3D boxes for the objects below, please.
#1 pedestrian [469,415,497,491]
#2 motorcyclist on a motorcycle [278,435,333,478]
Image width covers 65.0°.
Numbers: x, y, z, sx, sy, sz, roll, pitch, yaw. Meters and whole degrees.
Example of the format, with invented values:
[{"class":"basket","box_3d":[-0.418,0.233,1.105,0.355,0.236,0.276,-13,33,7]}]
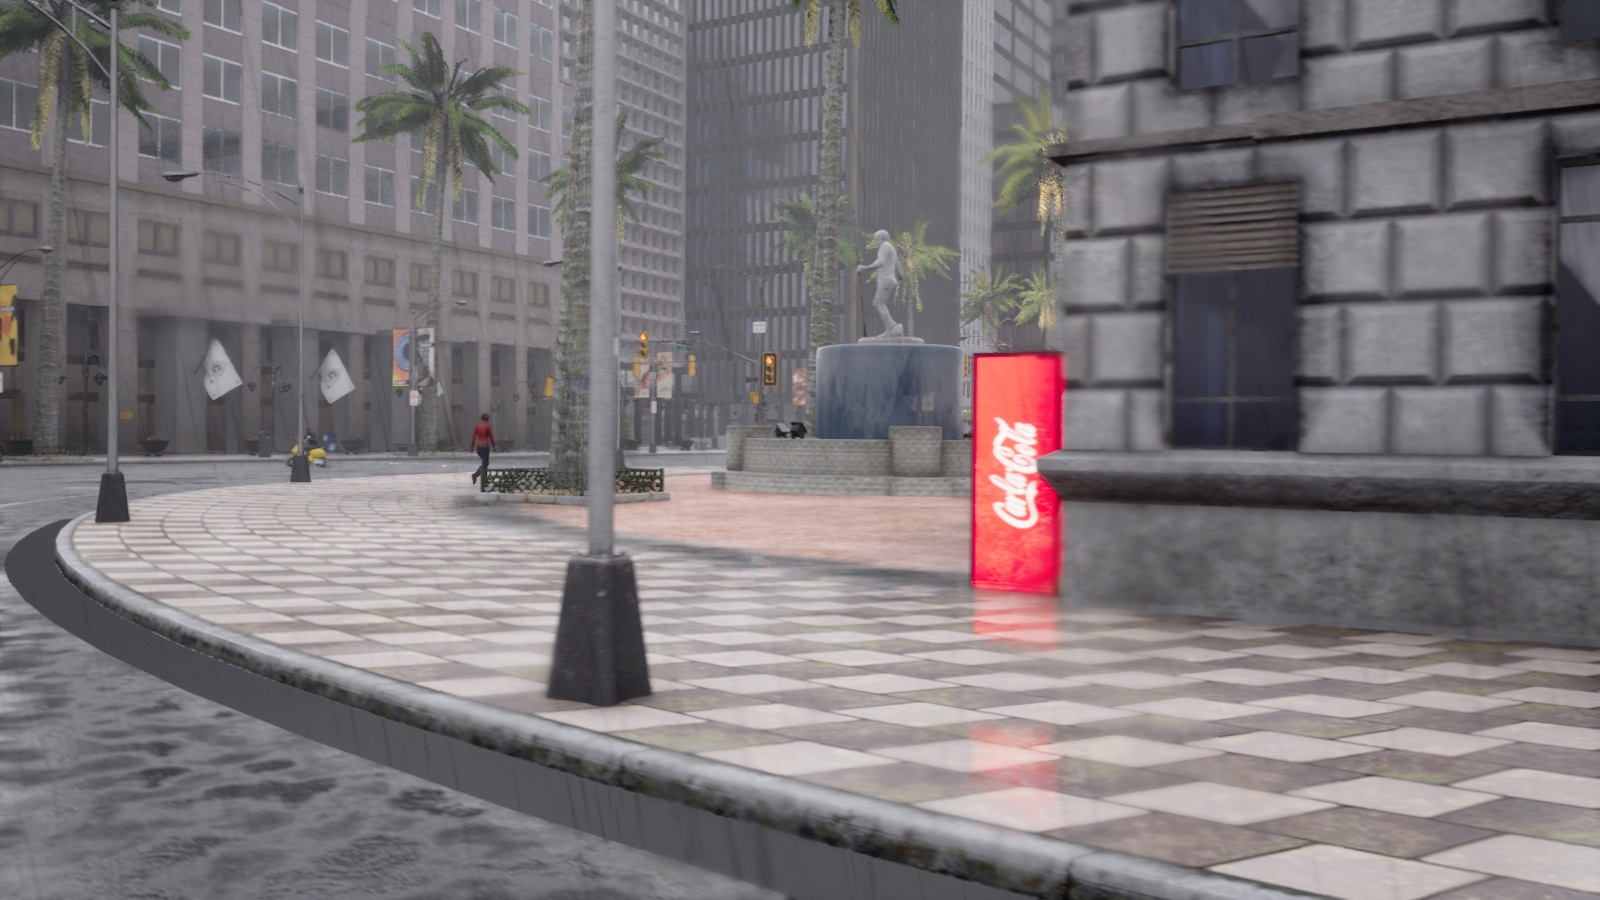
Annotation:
[{"class":"pedestrian","box_3d":[-7.801,0.059,30.894,0.331,1.846,0.636,0,1,22]},{"class":"motorcyclist on a motorcycle","box_3d":[-18.902,0.230,48.052,0.866,1.590,1.817,0,1,30]}]
